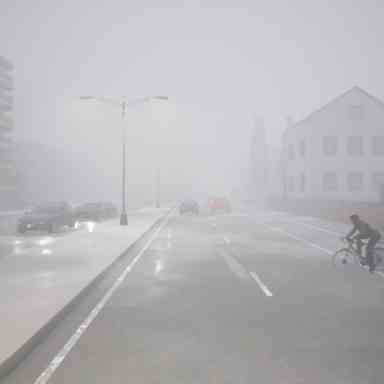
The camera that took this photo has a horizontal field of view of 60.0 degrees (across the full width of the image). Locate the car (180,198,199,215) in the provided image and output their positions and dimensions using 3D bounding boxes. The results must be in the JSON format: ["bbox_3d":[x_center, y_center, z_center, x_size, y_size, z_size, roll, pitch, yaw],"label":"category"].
[{"bbox_3d":[-0.266,1.600,34.356,1.895,1.301,4.718,0,0,-1],"label":"car"}]

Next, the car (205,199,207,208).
[{"bbox_3d":[3.027,1.351,48.434,2.097,1.767,4.553,0,0,0],"label":"car"}]

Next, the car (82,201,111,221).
[{"bbox_3d":[-8.286,1.564,27.116,1.994,1.385,4.181,0,0,-1],"label":"car"}]

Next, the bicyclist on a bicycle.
[{"bbox_3d":[4.709,1.451,9.259,1.656,1.620,0.582,-2,0,-1],"label":"bicyclist on a bicycle"}]

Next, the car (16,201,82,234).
[{"bbox_3d":[-8.298,1.506,19.323,1.837,1.490,4.892,0,0,0],"label":"car"}]

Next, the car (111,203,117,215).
[{"bbox_3d":[-8.393,1.563,31.274,1.994,1.385,4.181,0,0,0],"label":"car"}]

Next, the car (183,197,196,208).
[{"bbox_3d":[-0.427,1.525,48.219,1.812,1.442,4.674,0,0,-1],"label":"car"}]

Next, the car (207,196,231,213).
[{"bbox_3d":[3.140,1.351,37.824,2.097,1.767,4.553,0,0,0],"label":"car"}]
